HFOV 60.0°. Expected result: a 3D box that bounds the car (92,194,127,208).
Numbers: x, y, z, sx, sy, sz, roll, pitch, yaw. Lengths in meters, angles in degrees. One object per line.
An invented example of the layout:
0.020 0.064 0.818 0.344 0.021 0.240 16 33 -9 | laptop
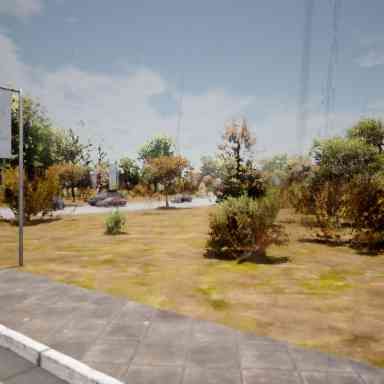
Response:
-11.500 1.466 47.716 1.812 1.442 4.674 0 1 38 | car

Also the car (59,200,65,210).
-17.740 1.347 39.946 2.097 1.767 4.553 0 0 39 | car

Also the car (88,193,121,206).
-13.228 1.147 51.168 2.150 2.045 5.566 0 0 39 | car

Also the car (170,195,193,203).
-1.886 1.215 59.701 2.128 1.511 4.902 0 1 37 | car
